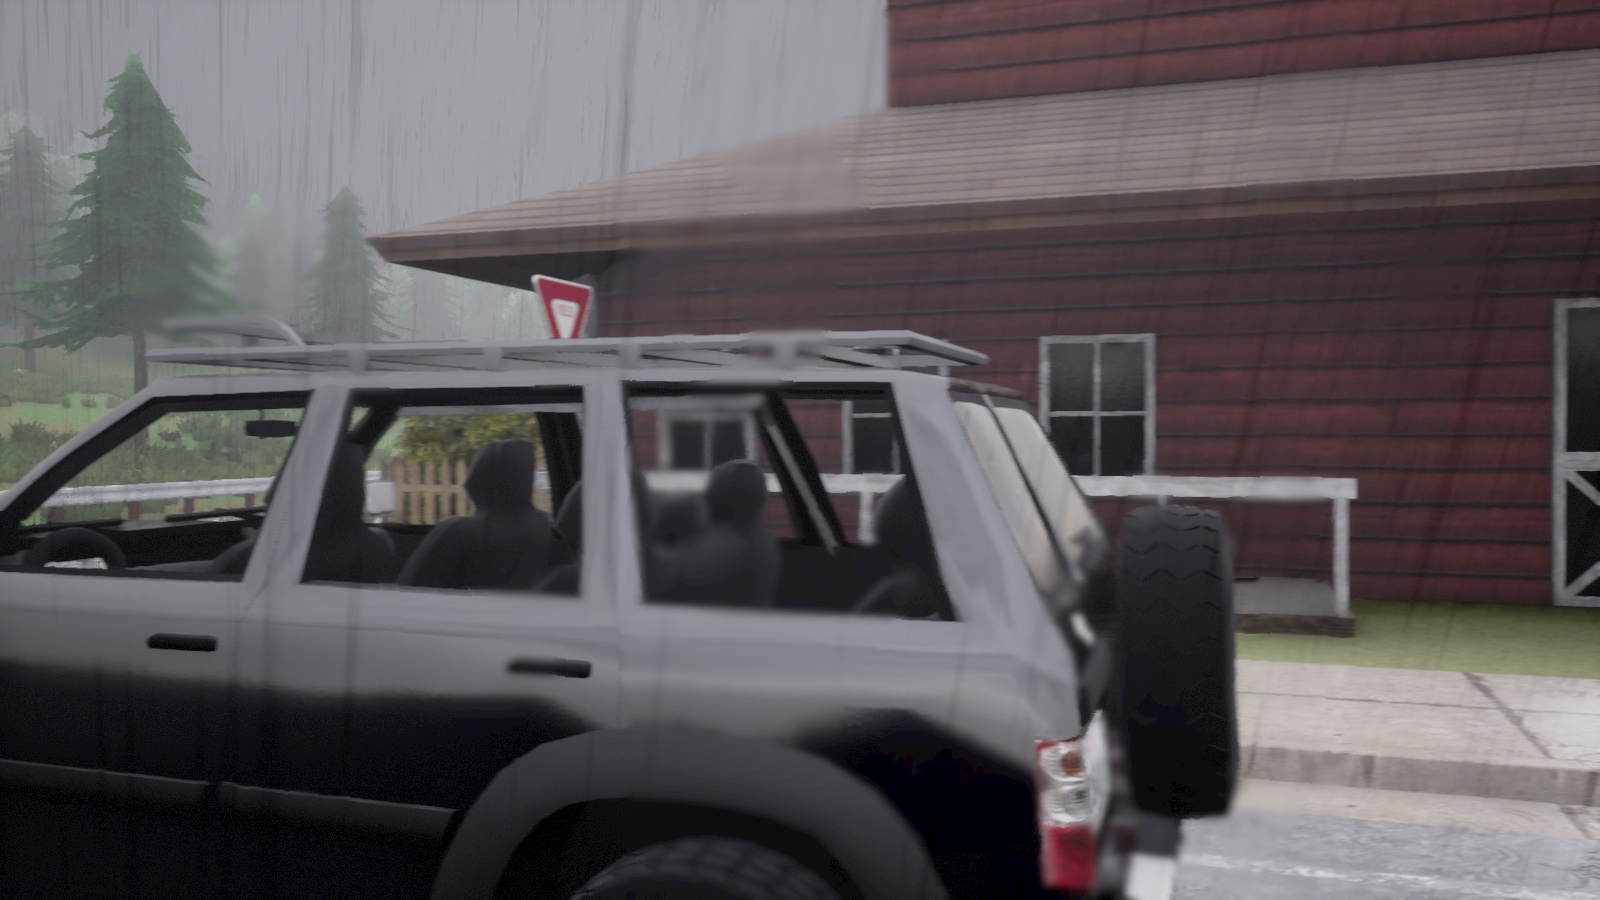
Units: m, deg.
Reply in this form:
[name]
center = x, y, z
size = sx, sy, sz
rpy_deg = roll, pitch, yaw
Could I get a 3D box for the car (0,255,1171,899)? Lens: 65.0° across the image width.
[car]
center = -1.368, 0.580, 3.653
size = 4.605, 1.855, 1.932
rpy_deg = 1, 1, 19
